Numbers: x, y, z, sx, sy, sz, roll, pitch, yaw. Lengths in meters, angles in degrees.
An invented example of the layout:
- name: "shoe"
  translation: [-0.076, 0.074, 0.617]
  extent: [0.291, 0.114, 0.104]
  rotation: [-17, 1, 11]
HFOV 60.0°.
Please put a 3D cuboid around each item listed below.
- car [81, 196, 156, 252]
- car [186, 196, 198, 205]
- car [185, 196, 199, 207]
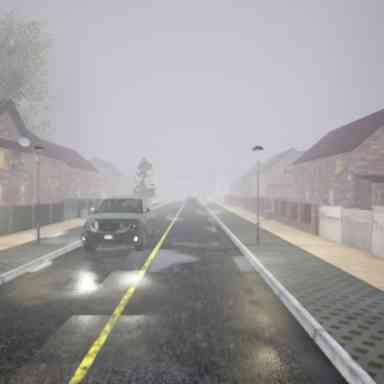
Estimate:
- name: "car"
  translation: [-2.815, 1.181, 14.030]
  extent: [2.150, 2.045, 5.566]
  rotation: [0, 0, 0]
- name: "car"
  translation: [-0.009, 1.368, 57.076]
  extent: [2.033, 1.411, 5.357]
  rotation: [0, 0, 0]
- name: "car"
  translation: [-0.007, 1.418, 47.118]
  extent: [1.994, 1.385, 4.181]
  rotation: [0, 0, 0]
